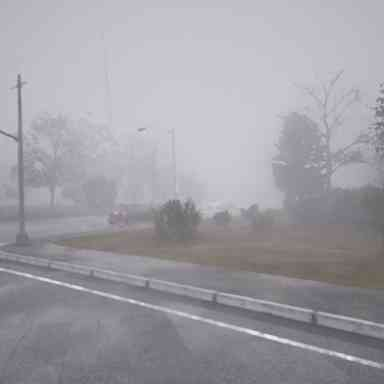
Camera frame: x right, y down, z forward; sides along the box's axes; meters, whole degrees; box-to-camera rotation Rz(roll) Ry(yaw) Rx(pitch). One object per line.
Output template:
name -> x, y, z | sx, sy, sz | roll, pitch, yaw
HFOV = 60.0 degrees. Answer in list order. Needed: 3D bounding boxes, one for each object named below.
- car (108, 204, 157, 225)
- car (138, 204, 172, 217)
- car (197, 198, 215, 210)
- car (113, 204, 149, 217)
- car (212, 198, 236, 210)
car -> -4.694, 1.730, 27.526 | 2.097, 1.767, 4.553 | -3, -2, 33
car -> -4.527, 2.237, 40.997 | 1.994, 1.385, 4.181 | -3, -2, 32
car -> 3.039, 2.189, 59.573 | 2.150, 2.045, 5.566 | -3, -2, 32
car -> -7.677, 2.328, 42.559 | 1.812, 1.442, 4.674 | -3, -2, 32
car -> 6.029, 2.302, 57.741 | 2.128, 1.511, 4.902 | -3, -2, 32
